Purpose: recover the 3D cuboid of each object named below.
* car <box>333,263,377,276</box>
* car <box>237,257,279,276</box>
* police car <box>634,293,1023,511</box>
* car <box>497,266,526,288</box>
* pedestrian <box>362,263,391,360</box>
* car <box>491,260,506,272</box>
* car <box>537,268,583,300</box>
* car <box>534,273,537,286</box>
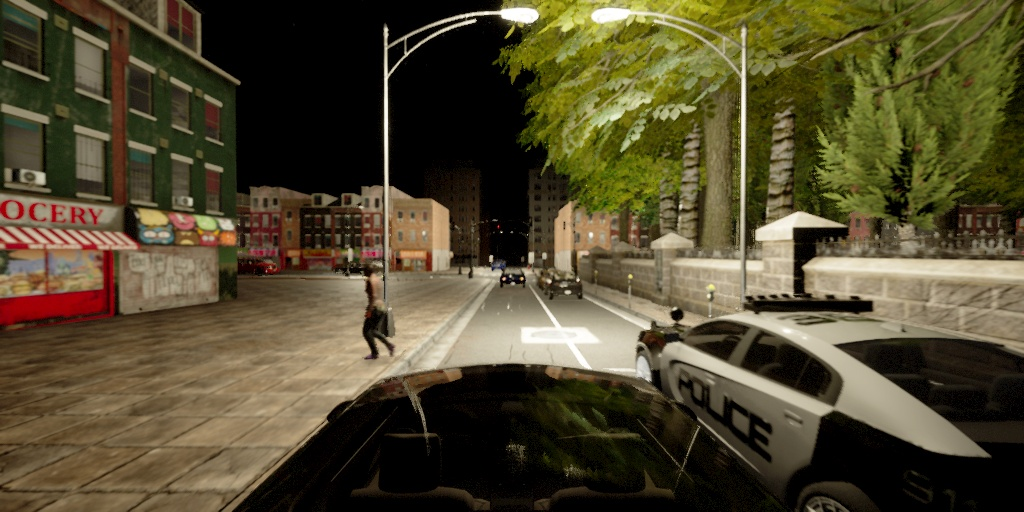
[{"bbox_3d":[-18.527,1.536,42.432,4.892,1.490,1.837,1,0,1],"label":"car"},{"bbox_3d":[-28.966,1.166,39.598,5.566,2.045,2.150,1,1,0],"label":"car"},{"bbox_3d":[2.750,1.194,3.514,1.930,1.638,5.238,0,-1,0],"label":"police car"},{"bbox_3d":[0.074,1.629,26.899,1.895,1.301,4.718,0,-1,0],"label":"car"},{"bbox_3d":[-2.513,0.941,6.507,0.375,1.860,0.375,-1,1,0],"label":"pedestrian"},{"bbox_3d":[-2.607,1.718,64.611,2.150,2.045,5.566,0,-1,1],"label":"car"},{"bbox_3d":[2.634,1.487,18.951,2.007,1.370,4.403,0,0,0],"label":"car"},{"bbox_3d":[2.685,1.519,24.112,1.751,1.417,4.829,0,0,0],"label":"car"}]
